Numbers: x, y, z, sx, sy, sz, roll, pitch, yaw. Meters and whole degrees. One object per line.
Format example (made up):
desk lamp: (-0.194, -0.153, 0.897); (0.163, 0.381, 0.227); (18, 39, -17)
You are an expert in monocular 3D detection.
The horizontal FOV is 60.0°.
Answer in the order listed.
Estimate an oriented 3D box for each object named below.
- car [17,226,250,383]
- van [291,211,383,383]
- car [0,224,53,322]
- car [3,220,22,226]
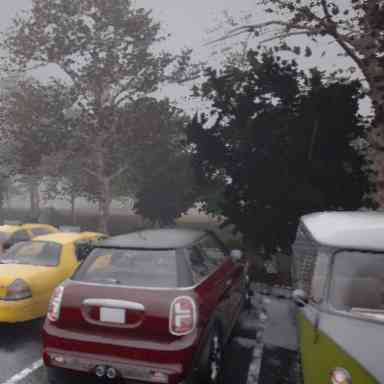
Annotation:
car: (-0.275, 1.395, 5.666); (2.185, 1.767, 4.553); (-1, -1, 16)
van: (2.110, 1.261, 3.858); (1.878, 1.987, 4.442); (0, -1, 16)
car: (-2.605, 1.553, 7.618); (1.946, 1.575, 5.366); (-1, -1, 17)
car: (-5.088, 1.578, 9.020); (1.946, 1.575, 5.366); (0, -1, 17)
